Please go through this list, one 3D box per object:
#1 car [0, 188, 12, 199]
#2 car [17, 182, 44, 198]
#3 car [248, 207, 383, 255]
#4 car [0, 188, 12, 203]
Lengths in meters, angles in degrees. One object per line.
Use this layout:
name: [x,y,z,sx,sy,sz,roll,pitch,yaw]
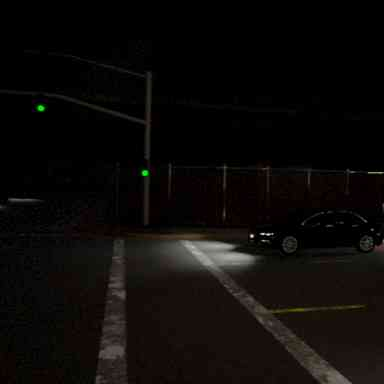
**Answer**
car: [-24.990,0.119,42.843,1.895,1.301,4.718,1,1,-11]
car: [-21.899,-0.251,45.345,2.150,2.045,5.566,1,2,-10]
car: [4.461,1.324,11.992,4.892,1.490,1.837,1,1,-12]
car: [-19.171,0.417,31.963,1.812,1.442,4.674,1,1,-12]
